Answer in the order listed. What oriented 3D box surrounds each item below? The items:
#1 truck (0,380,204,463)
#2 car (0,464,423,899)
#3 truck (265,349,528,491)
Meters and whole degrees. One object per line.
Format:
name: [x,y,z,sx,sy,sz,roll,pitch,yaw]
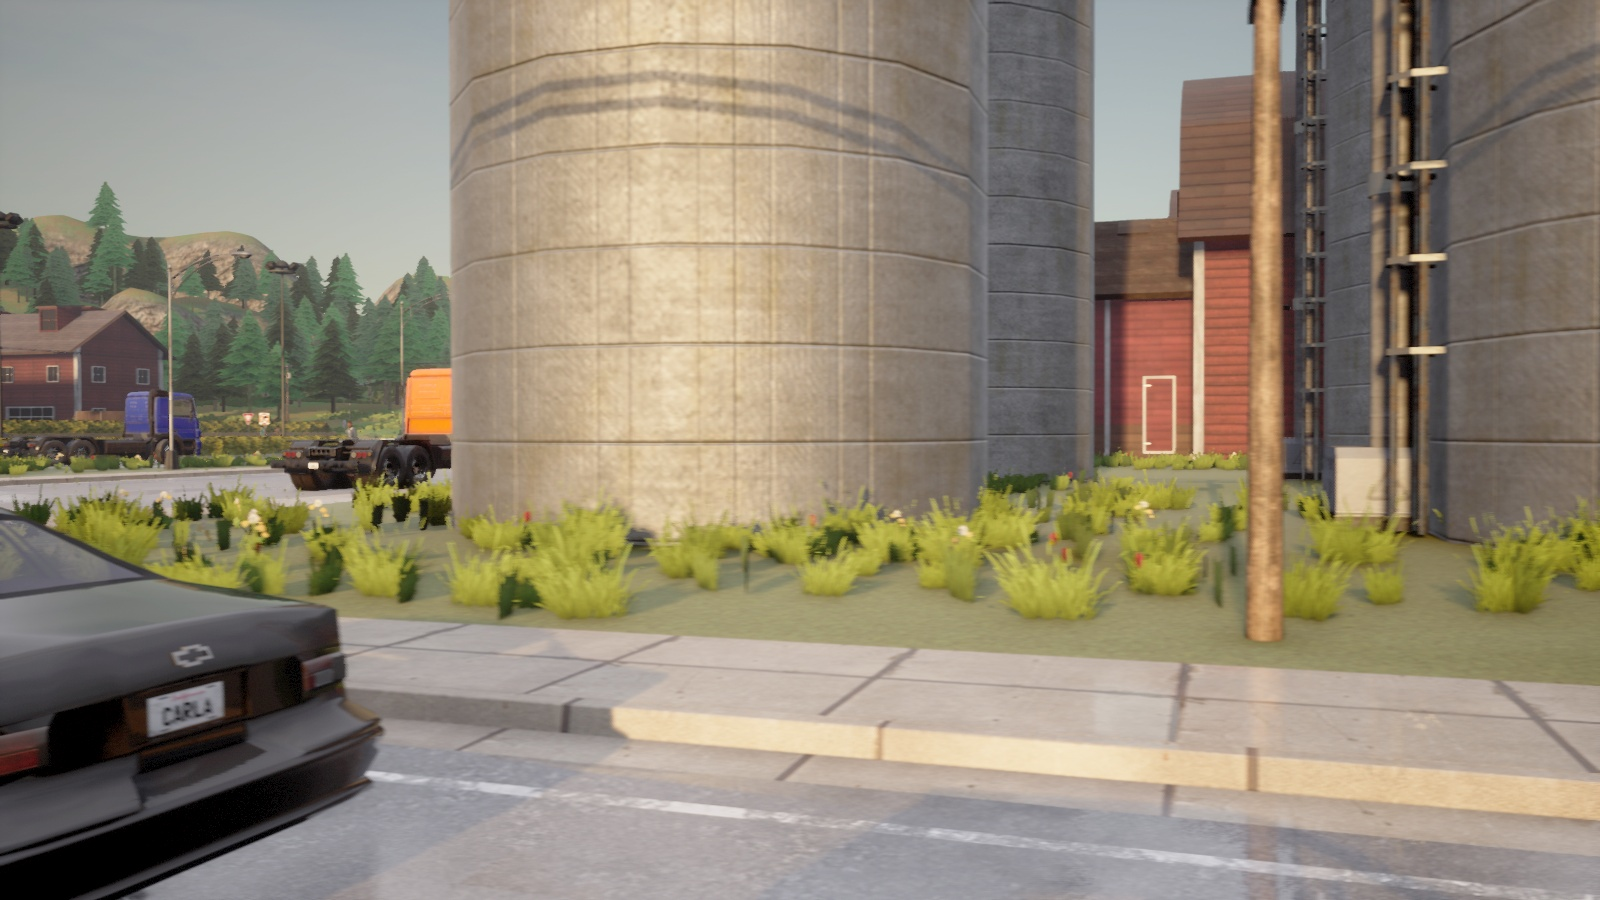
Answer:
truck: [-31.362,-1.262,56.460,2.891,3.462,7.936,1,1,33]
car: [-4.262,0.774,4.600,5.357,1.411,2.033,1,1,20]
truck: [-10.867,-0.794,34.899,2.891,3.462,7.936,1,1,18]
